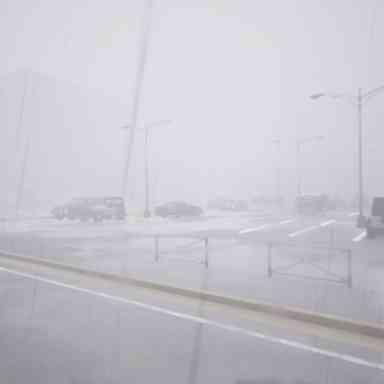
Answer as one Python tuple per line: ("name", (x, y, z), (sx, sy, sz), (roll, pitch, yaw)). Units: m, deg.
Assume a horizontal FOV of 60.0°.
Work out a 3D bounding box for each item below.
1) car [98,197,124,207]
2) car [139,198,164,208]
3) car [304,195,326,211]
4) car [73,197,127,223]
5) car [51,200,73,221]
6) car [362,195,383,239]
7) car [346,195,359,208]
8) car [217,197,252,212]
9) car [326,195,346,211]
("car", (-15.422, 1.805, 63.177), (2.097, 1.767, 4.553), (-1, 0, 34))
("car", (-8.581, 1.915, 67.014), (2.128, 1.511, 4.902), (-1, 0, 34))
("car", (18.273, 1.518, 48.644), (1.970, 1.475, 3.806), (-1, 0, 34))
("car", (-6.976, 1.349, 26.395), (1.905, 1.878, 3.866), (-1, 0, 34))
("car", (-9.345, 1.372, 28.059), (1.932, 1.855, 4.605), (-1, 0, 34))
("car", (9.307, 1.168, 15.445), (1.905, 1.878, 3.866), (-1, 0, 34))
("car", (22.922, 1.224, 45.565), (1.932, 1.855, 4.605), (-1, 0, 34))
("car", (5.042, 1.567, 39.356), (1.970, 1.475, 3.806), (-1, 0, 34))
("car", (20.672, 1.459, 47.024), (1.784, 1.438, 3.905), (-1, 0, 34))
